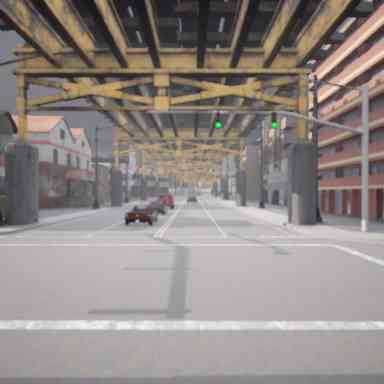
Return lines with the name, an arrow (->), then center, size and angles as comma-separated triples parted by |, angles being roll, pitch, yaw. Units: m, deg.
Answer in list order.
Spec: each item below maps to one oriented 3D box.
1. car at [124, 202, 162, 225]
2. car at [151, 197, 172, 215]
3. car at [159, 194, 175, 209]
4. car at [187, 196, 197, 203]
car -> -3.604, 1.620, 24.237 | 1.895, 1.301, 4.718 | 0, 0, 1
car -> -3.590, 1.574, 34.604 | 2.033, 1.411, 5.357 | 0, 0, 0
car -> -3.568, 1.239, 45.297 | 2.150, 2.045, 5.566 | 0, 0, 0
car -> 0.009, 1.420, 64.900 | 1.812, 1.442, 4.674 | 0, 1, 0
